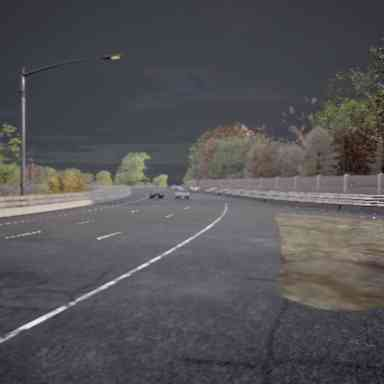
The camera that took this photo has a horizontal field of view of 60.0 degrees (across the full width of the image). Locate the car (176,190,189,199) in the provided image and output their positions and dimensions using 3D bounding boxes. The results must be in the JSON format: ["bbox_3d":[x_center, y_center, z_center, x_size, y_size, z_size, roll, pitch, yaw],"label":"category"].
[{"bbox_3d":[-1.405,0.310,48.032,1.895,1.301,4.718,0,1,-3],"label":"car"}]

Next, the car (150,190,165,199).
[{"bbox_3d":[-4.863,0.297,47.382,1.895,1.301,4.718,0,1,-2],"label":"car"}]
